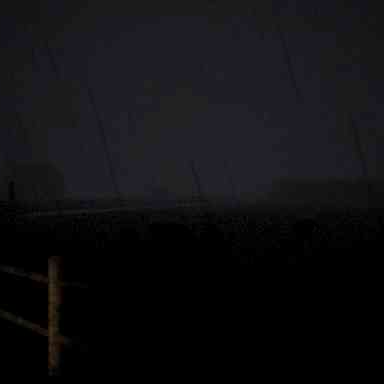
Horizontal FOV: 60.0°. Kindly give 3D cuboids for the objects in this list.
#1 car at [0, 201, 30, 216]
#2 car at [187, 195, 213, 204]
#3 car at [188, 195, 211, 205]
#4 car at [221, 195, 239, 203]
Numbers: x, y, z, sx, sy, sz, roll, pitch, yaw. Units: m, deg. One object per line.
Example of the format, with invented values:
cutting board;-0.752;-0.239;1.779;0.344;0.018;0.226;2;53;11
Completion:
car;-16.220;1.449;28.413;1.994;1.385;4.181;0;0;35
car;1.454;1.290;58.979;2.033;1.411;5.357;0;0;35
car;1.232;1.273;53.712;1.812;1.442;4.674;0;0;35
car;7.023;1.220;62.227;1.812;1.442;4.674;0;0;35
